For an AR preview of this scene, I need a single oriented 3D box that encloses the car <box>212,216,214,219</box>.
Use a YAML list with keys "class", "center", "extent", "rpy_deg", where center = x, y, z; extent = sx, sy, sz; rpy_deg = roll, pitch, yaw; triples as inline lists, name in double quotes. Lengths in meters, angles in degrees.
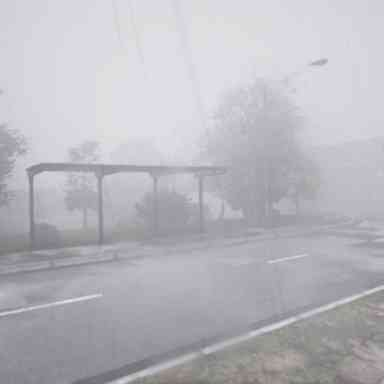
- class: "car"
  center: [2.684, 4.558, 67.589]
  extent: [2.150, 2.045, 5.566]
  rpy_deg: [-1, -4, -17]
